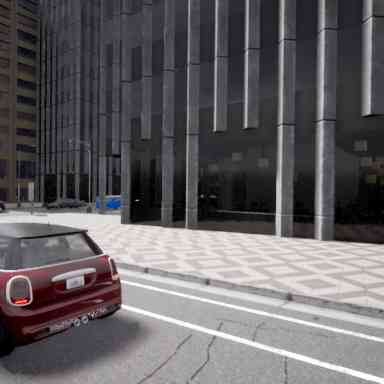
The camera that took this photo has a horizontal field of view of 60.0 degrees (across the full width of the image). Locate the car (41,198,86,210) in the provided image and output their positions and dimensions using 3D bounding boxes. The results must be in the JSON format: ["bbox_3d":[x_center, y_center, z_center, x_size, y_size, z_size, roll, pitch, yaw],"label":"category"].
[{"bbox_3d":[-15.924,1.457,41.595,2.033,1.411,5.357,1,1,36],"label":"car"}]

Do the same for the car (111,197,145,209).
[{"bbox_3d":[-8.775,1.474,46.038,1.812,1.442,4.674,1,1,36],"label":"car"}]

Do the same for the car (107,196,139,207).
[{"bbox_3d":[-10.176,1.423,49.564,1.812,1.442,4.674,1,1,36],"label":"car"}]

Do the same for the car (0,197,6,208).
[{"bbox_3d":[-21.514,1.273,33.773,2.097,1.767,4.553,1,1,35],"label":"car"}]

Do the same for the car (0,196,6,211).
[{"bbox_3d":[-22.942,1.319,36.421,1.967,1.590,4.097,1,1,36],"label":"car"}]

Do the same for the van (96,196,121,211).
[{"bbox_3d":[-9.659,1.335,40.257,1.690,1.788,3.998,1,1,36],"label":"van"}]

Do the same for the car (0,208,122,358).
[{"bbox_3d":[-3.451,1.348,6.140,4.553,1.767,2.097,0,0,35],"label":"car"}]
